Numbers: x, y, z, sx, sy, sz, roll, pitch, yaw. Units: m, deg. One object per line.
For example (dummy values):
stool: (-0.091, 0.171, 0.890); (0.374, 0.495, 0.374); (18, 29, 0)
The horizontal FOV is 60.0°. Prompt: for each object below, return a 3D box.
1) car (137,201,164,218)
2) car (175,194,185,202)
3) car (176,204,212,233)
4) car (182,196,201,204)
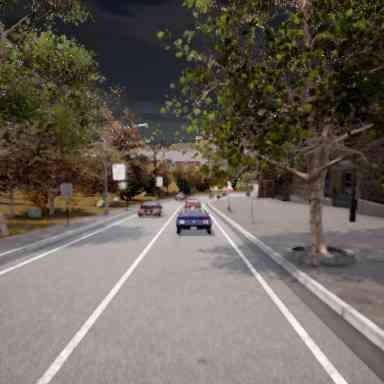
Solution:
car: (-3.603, 1.510, 29.513); (1.994, 1.385, 4.181); (0, 0, 0)
car: (-2.354, 1.229, 69.997); (1.882, 1.535, 5.008); (1, 1, 8)
car: (0.095, 1.565, 19.263); (1.895, 1.301, 4.718); (0, 0, 0)
car: (0.103, 1.457, 37.145); (1.812, 1.442, 4.674); (0, 0, 0)
